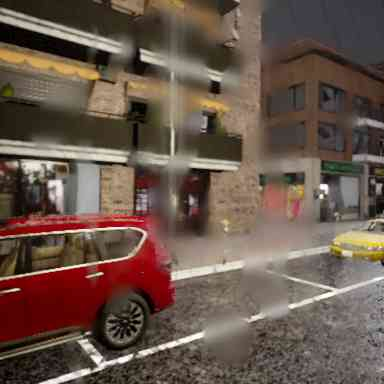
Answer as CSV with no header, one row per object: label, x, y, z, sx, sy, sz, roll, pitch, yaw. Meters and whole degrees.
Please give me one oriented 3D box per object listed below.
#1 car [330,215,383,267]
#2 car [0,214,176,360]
car,6.554,1.490,11.213,4.829,1.417,1.752,0,1,-35
car,-2.584,1.314,4.690,5.009,1.841,2.192,0,1,-35
